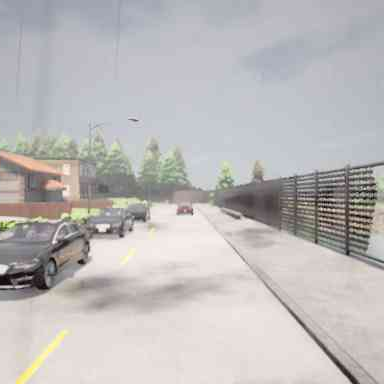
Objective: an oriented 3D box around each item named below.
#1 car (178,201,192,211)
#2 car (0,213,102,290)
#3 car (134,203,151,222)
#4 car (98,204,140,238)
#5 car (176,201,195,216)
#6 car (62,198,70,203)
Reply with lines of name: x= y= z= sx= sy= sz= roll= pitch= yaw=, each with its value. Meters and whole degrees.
car: x=-1.026 y=2.002 z=47.425 sx=1.895 sy=1.301 sz=4.718 roll=0 pitch=0 yaw=-1
car: x=-4.294 y=1.573 z=9.363 sx=2.128 sy=1.511 sz=4.902 roll=0 pitch=0 yaw=-1
car: x=-4.705 y=1.724 z=28.817 sx=1.882 sy=1.535 sz=5.008 roll=0 pitch=0 yaw=-1
car: x=-4.499 y=1.654 z=18.912 sx=2.128 sy=1.511 sz=4.902 roll=0 pitch=0 yaw=-1
car: x=-0.749 y=1.841 z=37.256 sx=1.812 sy=1.442 sz=4.674 roll=0 pitch=0 yaw=-1
car: x=-18.263 y=1.516 z=44.392 sx=3.633 sy=1.501 sz=1.845 roll=0 pitch=0 yaw=-1
